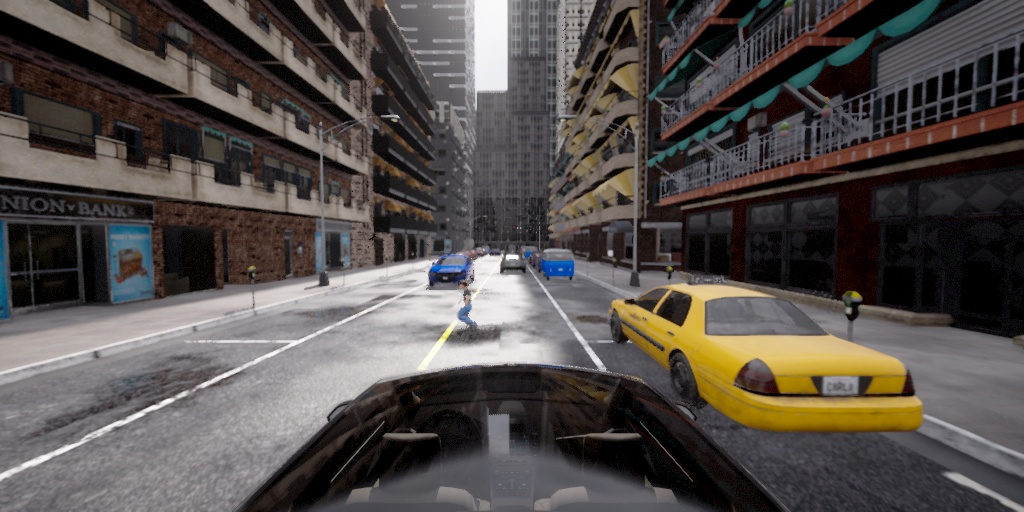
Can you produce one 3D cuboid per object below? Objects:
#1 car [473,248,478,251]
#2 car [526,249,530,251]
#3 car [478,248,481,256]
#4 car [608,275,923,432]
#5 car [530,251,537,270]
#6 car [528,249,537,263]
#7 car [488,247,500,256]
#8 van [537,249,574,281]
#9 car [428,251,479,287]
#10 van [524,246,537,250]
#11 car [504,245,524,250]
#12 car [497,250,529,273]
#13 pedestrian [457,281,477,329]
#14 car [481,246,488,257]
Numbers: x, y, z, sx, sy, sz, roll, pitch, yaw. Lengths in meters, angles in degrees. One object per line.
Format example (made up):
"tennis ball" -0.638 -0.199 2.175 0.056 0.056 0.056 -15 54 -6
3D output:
"car" -5.693 -0.030 44.085 1.888 1.381 4.507 0 0 0
"car" 2.688 0.166 38.456 1.948 1.339 4.313 0 0 0
"car" -5.693 -0.168 49.683 1.802 1.307 4.207 0 0 0
"car" 2.999 1.076 5.836 1.801 1.575 5.366 0 2 0
"car" 2.689 0.501 27.258 2.007 1.370 4.403 0 0 0
"car" 2.688 0.320 32.857 1.888 1.381 4.507 0 0 0
"car" -3.001 -0.594 64.660 1.895 1.301 4.718 0 2 0
"van" 2.688 0.466 21.659 1.690 1.789 3.998 0 0 0
"car" -3.098 0.681 19.139 1.882 1.535 5.008 0 2 0
"van" 2.688 -0.408 49.655 1.690 1.789 3.998 0 0 0
"car" 0.076 -0.450 47.097 2.150 2.045 5.566 0 2 0
"car" 0.078 0.493 27.922 1.994 1.385 4.181 0 2 0
"pedestrian" -1.066 1.108 8.610 0.375 1.300 0.375 -1 3 -3
"car" -5.693 -0.658 60.882 1.967 1.591 4.097 0 0 0
